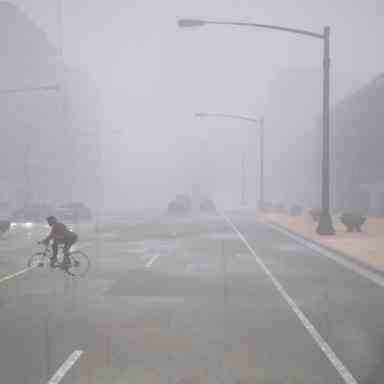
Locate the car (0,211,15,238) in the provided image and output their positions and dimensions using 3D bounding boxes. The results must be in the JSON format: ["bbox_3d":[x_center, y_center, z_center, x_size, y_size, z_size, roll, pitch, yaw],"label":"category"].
[{"bbox_3d":[-9.985,1.591,14.183,1.895,1.301,4.718,0,0,3],"label":"car"}]

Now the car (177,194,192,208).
[{"bbox_3d":[-1.224,1.367,48.548,2.150,2.045,5.566,0,0,3],"label":"car"}]

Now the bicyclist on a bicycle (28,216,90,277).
[{"bbox_3d":[-3.513,1.449,8.734,1.656,1.620,0.582,-2,0,3],"label":"bicyclist on a bicycle"}]

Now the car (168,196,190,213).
[{"bbox_3d":[-1.673,1.582,38.503,1.882,1.535,5.008,0,0,3],"label":"car"}]

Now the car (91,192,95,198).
[{"bbox_3d":[-25.657,0.799,82.982,1.970,1.475,3.806,0,2,3],"label":"car"}]

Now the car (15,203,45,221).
[{"bbox_3d":[-12.797,1.599,27.114,1.994,1.385,4.181,0,0,3],"label":"car"}]

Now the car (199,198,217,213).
[{"bbox_3d":[1.866,1.606,39.155,2.128,1.511,4.902,0,0,3],"label":"car"}]

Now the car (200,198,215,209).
[{"bbox_3d":[2.311,1.647,49.120,2.128,1.511,4.902,0,0,3],"label":"car"}]

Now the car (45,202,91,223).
[{"bbox_3d":[-9.418,1.564,26.286,1.812,1.442,4.674,0,0,3],"label":"car"}]
